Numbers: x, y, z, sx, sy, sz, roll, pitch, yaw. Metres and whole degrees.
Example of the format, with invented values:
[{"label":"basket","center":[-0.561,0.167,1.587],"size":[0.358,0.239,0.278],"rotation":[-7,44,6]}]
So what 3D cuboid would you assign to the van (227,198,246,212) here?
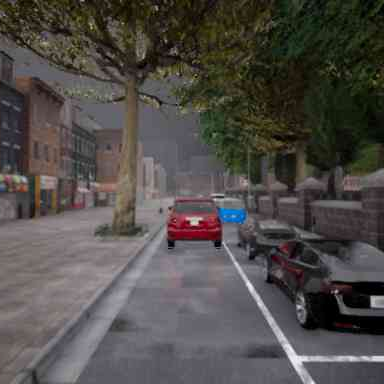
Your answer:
[{"label":"van","center":[2.655,1.336,23.052],"size":[1.690,1.788,3.998],"rotation":[1,0,0]}]

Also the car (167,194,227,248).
[{"label":"car","center":[0.096,1.216,14.837],"size":[2.150,2.045,5.566],"rotation":[0,0,0]}]

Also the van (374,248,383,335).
[{"label":"van","center":[2.651,1.340,1.253],"size":[1.690,1.788,3.998],"rotation":[1,0,0]}]

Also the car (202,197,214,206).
[{"label":"car","center":[2.656,1.609,55.748],"size":[1.802,1.307,4.206],"rotation":[1,0,0]}]

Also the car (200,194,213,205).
[{"label":"car","center":[2.660,1.353,61.198],"size":[2.192,1.841,5.009],"rotation":[1,0,0]}]

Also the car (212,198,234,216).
[{"label":"car","center":[3.031,1.456,33.520],"size":[1.801,1.575,5.366],"rotation":[0,0,0]}]

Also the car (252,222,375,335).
[{"label":"car","center":[2.649,1.562,6.703],"size":[1.947,1.339,4.313],"rotation":[1,0,0]}]

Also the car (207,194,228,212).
[{"label":"car","center":[2.989,1.233,40.360],"size":[2.150,2.045,5.566],"rotation":[0,0,0]}]

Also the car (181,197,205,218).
[{"label":"car","center":[0.098,1.350,30.915],"size":[2.097,1.767,4.553],"rotation":[0,0,0]}]

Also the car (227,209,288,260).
[{"label":"car","center":[2.650,1.545,12.152],"size":[2.008,1.369,4.403],"rotation":[1,0,0]}]
